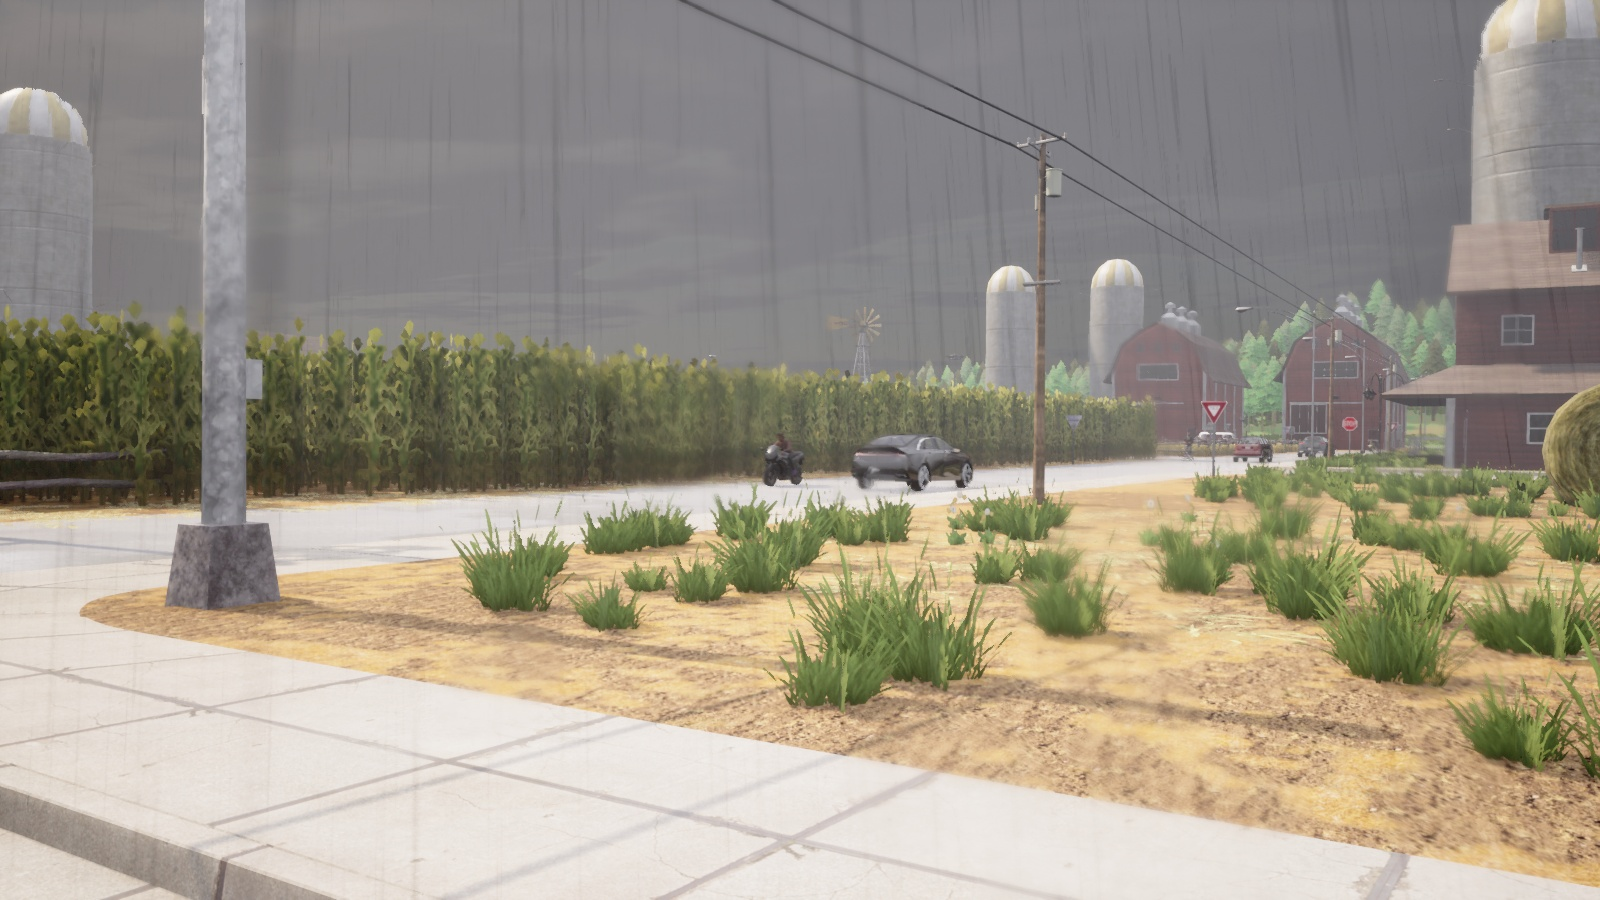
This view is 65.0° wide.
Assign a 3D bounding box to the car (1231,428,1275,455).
[{"bbox_3d":[27.069,-0.524,74.988,1.789,1.549,3.705,0,1,30],"label":"car"}]

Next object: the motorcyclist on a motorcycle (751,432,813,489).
[{"bbox_3d":[-0.487,0.273,35.144,0.797,1.523,2.044,0,1,31],"label":"motorcyclist on a motorcycle"}]

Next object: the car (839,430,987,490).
[{"bbox_3d":[3.189,0.223,34.487,2.128,1.511,4.902,0,1,31],"label":"car"}]
